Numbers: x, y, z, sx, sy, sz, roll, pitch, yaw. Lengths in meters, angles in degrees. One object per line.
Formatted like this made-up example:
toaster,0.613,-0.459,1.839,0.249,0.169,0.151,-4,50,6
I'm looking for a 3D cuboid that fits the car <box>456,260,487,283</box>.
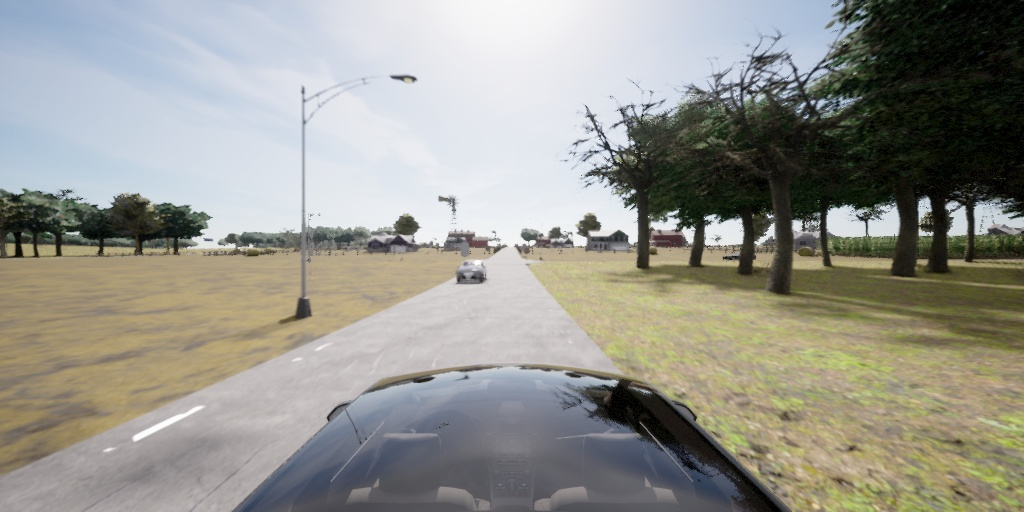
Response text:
car,-2.832,1.047,25.847,2.128,1.511,4.902,0,1,0
